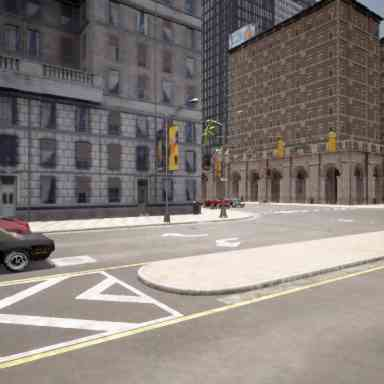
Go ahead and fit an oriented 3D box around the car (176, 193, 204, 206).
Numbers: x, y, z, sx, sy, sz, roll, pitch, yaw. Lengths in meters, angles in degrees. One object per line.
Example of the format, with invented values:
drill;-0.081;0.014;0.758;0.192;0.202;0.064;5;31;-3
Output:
car;-0.402;1.221;57.883;2.150;2.045;5.566;0;0;-34

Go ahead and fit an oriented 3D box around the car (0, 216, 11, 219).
car;-8.424;1.526;12.126;4.674;1.442;1.812;0;0;-35

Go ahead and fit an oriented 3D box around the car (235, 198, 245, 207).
car;5.730;1.491;49.062;2.128;1.511;4.902;0;0;-35

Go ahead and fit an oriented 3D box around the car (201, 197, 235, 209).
car;3.299;1.478;46.432;1.882;1.535;5.008;0;0;-35

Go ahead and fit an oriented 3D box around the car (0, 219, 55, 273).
car;-6.480;1.601;9.221;4.718;1.301;1.895;0;0;-35
